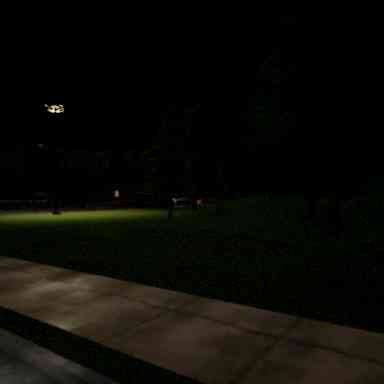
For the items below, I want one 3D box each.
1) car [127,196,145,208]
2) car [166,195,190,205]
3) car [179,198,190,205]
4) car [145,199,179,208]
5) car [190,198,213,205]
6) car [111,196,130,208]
[{"bbox_3d":[-8.218,1.918,57.098,1.837,1.490,4.892,-1,0,37],"label":"car"},{"bbox_3d":[-2.897,1.661,70.359,2.150,2.045,5.566,-1,0,36],"label":"car"},{"bbox_3d":[-0.536,2.010,67.652,1.895,1.301,4.718,-1,0,36],"label":"car"},{"bbox_3d":[-4.959,1.852,55.615,1.882,1.535,5.008,-1,0,37],"label":"car"},{"bbox_3d":[2.272,1.851,65.565,1.882,1.535,5.008,-1,0,36],"label":"car"},{"bbox_3d":[-11.589,1.672,58.434,2.150,2.045,5.566,-1,0,36],"label":"car"}]
